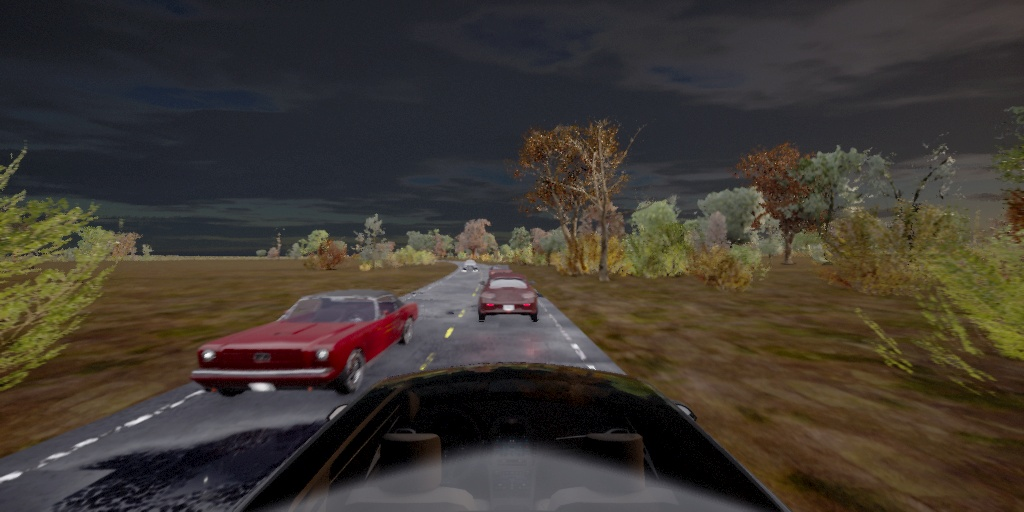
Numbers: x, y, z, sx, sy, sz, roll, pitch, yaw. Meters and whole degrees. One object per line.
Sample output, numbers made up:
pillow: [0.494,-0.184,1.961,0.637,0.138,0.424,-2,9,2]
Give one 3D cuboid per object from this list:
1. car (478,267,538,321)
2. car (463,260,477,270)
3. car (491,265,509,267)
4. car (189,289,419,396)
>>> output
car: [-0.160,1.282,12.330,1.812,1.442,4.674,0,0,-2]
car: [-6.148,1.332,52.760,1.812,1.442,4.674,0,0,-6]
car: [-1.018,1.372,30.124,1.895,1.301,4.718,0,0,-4]
car: [-3.213,1.354,6.747,1.895,1.301,4.718,0,0,-1]
